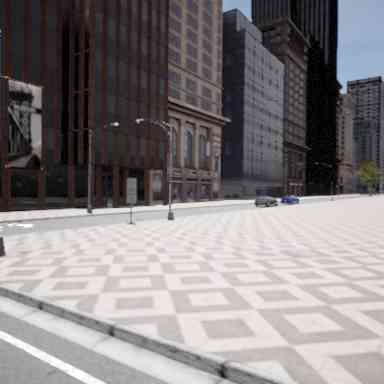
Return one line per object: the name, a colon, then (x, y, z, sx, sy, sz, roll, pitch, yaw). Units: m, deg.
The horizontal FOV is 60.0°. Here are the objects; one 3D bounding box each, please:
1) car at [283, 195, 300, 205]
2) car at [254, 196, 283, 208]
car: (16.229, 1.270, 54.870, 1.882, 1.535, 5.008, 1, 1, 35)
car: (10.451, 1.328, 46.623, 2.128, 1.511, 4.902, 1, 1, 36)
